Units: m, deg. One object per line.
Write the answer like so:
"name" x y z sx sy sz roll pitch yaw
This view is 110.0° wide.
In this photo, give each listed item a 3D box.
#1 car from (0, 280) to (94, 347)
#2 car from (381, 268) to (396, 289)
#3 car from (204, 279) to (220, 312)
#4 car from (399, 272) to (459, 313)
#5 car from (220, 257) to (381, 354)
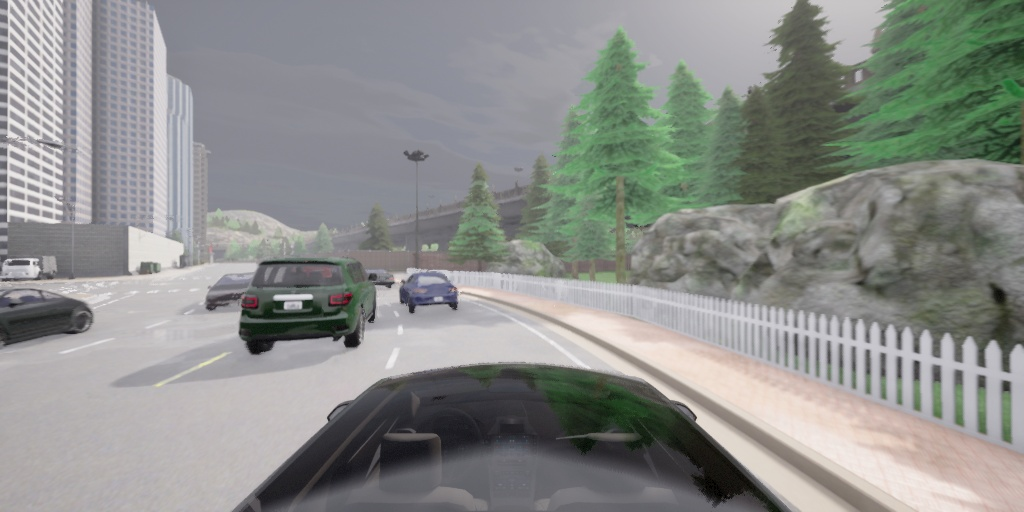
"car" -12.060 1.431 8.120 1.994 1.385 4.181 0 0 -20
"car" -9.666 1.496 24.733 2.033 1.411 5.357 0 0 -36
"car" -11.834 1.457 15.689 2.033 1.411 5.357 0 0 -33
"car" -3.485 1.375 14.736 1.812 1.442 4.674 0 -1 -23
"car" -4.877 1.048 9.359 2.150 2.045 5.566 0 0 -16
